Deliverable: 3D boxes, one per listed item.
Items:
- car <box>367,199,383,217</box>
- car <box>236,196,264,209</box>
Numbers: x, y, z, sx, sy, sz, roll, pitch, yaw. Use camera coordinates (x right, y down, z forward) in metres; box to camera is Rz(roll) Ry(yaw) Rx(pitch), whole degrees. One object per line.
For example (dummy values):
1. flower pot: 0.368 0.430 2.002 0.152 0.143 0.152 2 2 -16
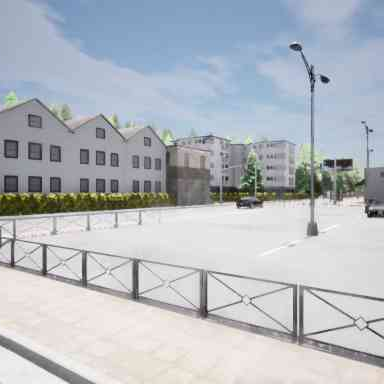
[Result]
1. car: 15.416 1.298 26.814 2.007 1.523 4.514 0 0 35
2. car: 7.360 1.286 41.957 1.882 1.535 5.008 0 0 35
